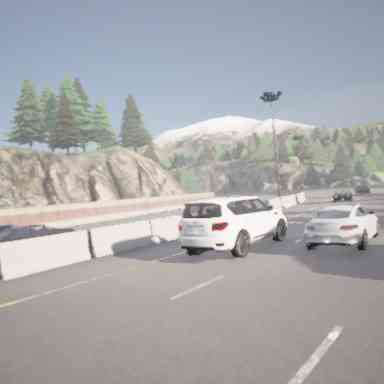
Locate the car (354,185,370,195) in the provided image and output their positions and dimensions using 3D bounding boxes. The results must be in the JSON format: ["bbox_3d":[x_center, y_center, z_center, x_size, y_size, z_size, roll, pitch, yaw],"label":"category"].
[{"bbox_3d":[27.312,-0.420,53.714,2.128,1.511,4.902,-5,0,18],"label":"car"}]

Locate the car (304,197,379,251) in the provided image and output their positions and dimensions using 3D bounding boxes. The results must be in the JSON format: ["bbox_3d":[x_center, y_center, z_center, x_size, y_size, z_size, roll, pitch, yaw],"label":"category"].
[{"bbox_3d":[5.467,1.152,12.057,1.812,1.442,4.674,-5,0,36],"label":"car"}]

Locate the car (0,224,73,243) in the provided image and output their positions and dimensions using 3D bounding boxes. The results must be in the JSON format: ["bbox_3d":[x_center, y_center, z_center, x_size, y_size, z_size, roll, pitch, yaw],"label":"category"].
[{"bbox_3d":[-8.664,2.427,16.959,2.033,1.411,5.357,-5,-1,38],"label":"car"}]

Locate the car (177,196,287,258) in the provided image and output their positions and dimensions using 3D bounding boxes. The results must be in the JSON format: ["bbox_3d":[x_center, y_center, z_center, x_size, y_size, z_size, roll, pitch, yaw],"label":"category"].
[{"bbox_3d":[1.727,1.176,12.881,2.150,2.045,5.566,-5,0,37],"label":"car"}]

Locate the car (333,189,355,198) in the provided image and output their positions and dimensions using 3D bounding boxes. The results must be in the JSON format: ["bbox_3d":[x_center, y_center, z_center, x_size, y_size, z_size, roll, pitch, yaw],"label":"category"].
[{"bbox_3d":[17.264,0.426,38.114,1.895,1.301,4.718,-5,0,26],"label":"car"}]
